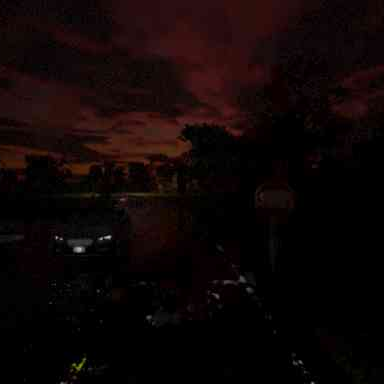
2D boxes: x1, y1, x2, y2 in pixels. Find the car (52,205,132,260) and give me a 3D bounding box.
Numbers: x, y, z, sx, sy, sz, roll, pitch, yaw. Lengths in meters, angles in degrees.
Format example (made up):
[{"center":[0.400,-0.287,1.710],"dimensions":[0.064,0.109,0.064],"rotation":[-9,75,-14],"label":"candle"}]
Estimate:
[{"center":[-3.199,1.240,11.455],"dimensions":[2.128,1.511,4.902],"rotation":[0,1,-3],"label":"car"}]
